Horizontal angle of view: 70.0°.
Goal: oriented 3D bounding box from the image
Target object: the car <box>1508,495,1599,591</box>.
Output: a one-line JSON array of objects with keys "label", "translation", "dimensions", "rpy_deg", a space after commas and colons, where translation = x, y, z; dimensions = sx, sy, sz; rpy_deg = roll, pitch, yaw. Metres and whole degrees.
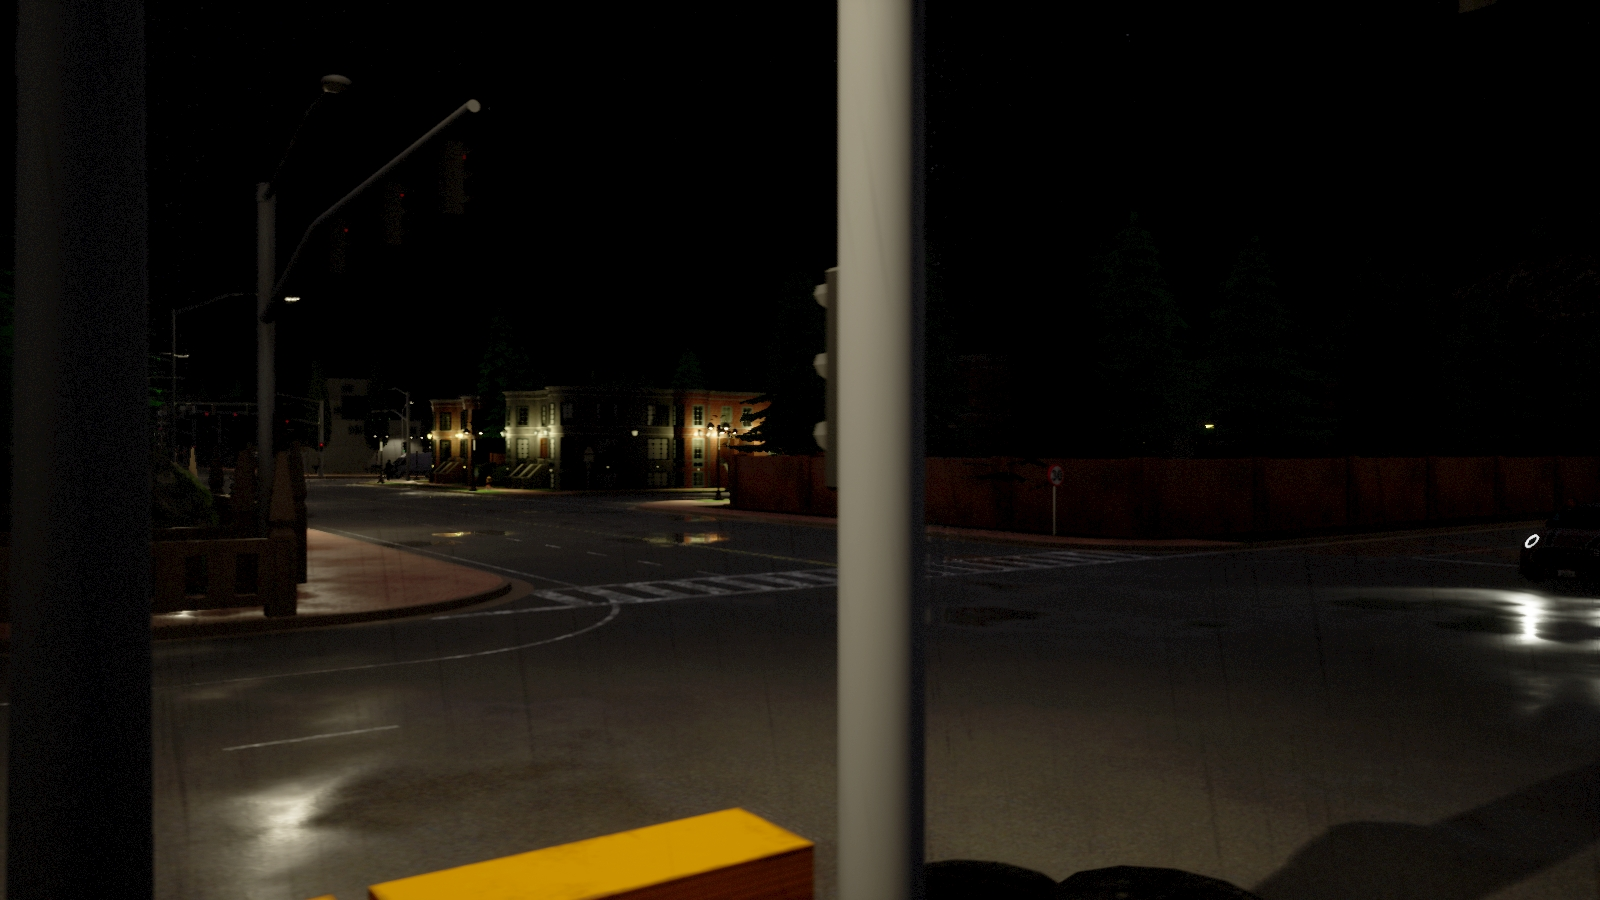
[{"label": "car", "translation": [17.383, 1.927, 24.512], "dimensions": [4.553, 1.767, 2.097], "rpy_deg": [0, 0, -35]}]
